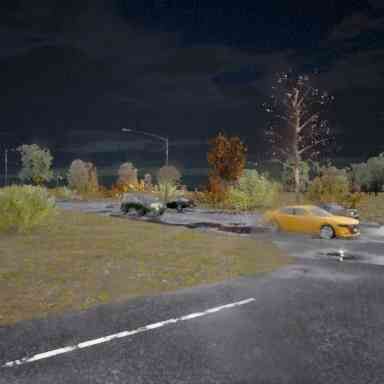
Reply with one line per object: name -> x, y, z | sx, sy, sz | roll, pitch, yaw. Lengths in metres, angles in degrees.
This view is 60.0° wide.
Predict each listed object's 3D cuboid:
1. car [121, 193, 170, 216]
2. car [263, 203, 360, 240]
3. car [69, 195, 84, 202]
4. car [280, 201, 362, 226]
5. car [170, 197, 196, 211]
car -> -4.687, 1.110, 31.130 | 2.150, 2.045, 5.566 | 0, 0, -37
car -> 5.964, 1.449, 17.164 | 1.882, 1.535, 5.008 | 0, 0, -37
car -> -23.357, 1.224, 67.137 | 1.994, 1.385, 4.181 | 0, 0, -37
car -> 9.276, 1.488, 24.373 | 2.033, 1.411, 5.357 | 0, 0, -37
car -> -1.543, 1.332, 38.546 | 1.882, 1.535, 5.008 | 0, 0, -37
